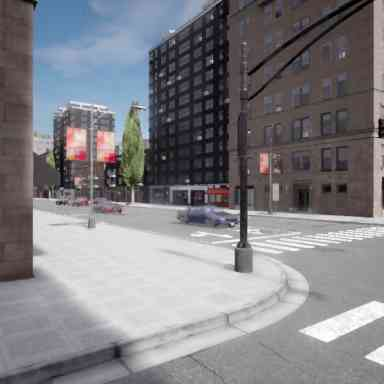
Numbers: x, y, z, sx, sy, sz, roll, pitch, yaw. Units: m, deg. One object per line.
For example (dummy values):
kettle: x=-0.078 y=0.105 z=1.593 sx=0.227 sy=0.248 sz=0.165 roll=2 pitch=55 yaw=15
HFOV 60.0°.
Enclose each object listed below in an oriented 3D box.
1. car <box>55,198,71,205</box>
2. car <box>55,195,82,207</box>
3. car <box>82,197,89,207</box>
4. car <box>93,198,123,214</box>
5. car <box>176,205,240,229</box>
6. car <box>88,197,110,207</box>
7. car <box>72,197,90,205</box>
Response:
car: x=-25.310 y=1.857 z=65.105 sx=1.895 sy=1.301 sz=4.718 roll=0 pitch=0 yaw=-36
car: x=-18.729 y=1.201 z=50.261 sx=2.097 sy=1.767 sz=4.553 roll=0 pitch=0 yaw=-36
car: x=-18.945 y=1.743 z=56.290 sx=1.812 sy=1.442 sz=4.674 roll=0 pitch=0 yaw=-36
car: x=-9.342 y=1.696 z=37.098 sx=1.994 sy=1.385 sz=4.181 roll=0 pitch=0 yaw=-36
car: x=0.961 y=1.611 z=22.807 sx=2.033 sy=1.411 sz=5.357 roll=0 pitch=0 yaw=-36
car: x=-16.229 y=1.714 z=58.073 sx=2.128 sy=1.511 sz=4.902 roll=0 pitch=0 yaw=-36
car: x=-22.135 y=1.749 z=66.259 sx=2.128 sy=1.511 sz=4.902 roll=0 pitch=0 yaw=-36
